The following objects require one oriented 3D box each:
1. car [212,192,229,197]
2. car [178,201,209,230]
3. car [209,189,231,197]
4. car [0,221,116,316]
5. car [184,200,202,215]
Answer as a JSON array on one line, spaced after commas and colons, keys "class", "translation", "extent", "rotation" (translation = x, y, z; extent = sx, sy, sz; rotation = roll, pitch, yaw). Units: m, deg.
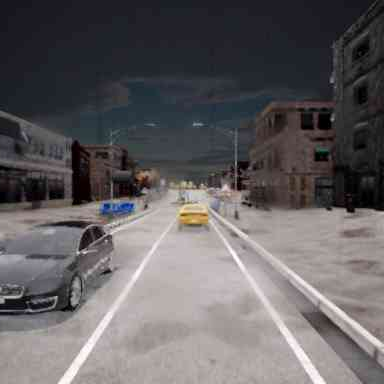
[{"class": "car", "translation": [8.200, 0.730, 94.671], "extent": [4.674, 1.452, 2.002], "rotation": [0, 2, -1]}, {"class": "car", "translation": [0.104, 1.547, 21.689], "extent": [1.882, 1.535, 5.008], "rotation": [0, -1, 0]}, {"class": "car", "translation": [8.042, 0.786, 91.912], "extent": [5.366, 1.575, 1.946], "rotation": [0, 2, -1]}, {"class": "car", "translation": [-3.098, 1.500, 7.778], "extent": [1.837, 1.490, 4.892], "rotation": [0, 0, 0]}, {"class": "car", "translation": [0.106, 1.769, 38.720], "extent": [1.994, 1.385, 4.181], "rotation": [0, 1, 0]}]
